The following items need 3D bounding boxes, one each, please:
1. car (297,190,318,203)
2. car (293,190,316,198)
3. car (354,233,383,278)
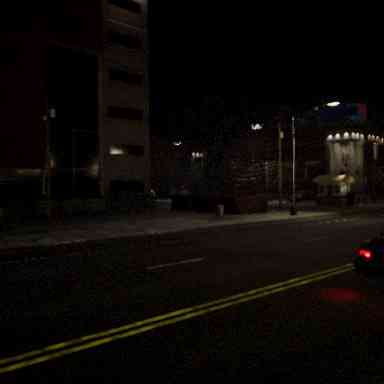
[{"bbox_3d":[15.855,0.566,47.138,4.553,1.767,2.185,-1,1,-37],"label":"car"},{"bbox_3d":[22.523,0.448,66.285,4.674,1.452,2.002,-1,1,-37],"label":"car"},{"bbox_3d":[6.214,1.377,8.380,5.357,1.411,2.033,-1,1,-36],"label":"car"}]
